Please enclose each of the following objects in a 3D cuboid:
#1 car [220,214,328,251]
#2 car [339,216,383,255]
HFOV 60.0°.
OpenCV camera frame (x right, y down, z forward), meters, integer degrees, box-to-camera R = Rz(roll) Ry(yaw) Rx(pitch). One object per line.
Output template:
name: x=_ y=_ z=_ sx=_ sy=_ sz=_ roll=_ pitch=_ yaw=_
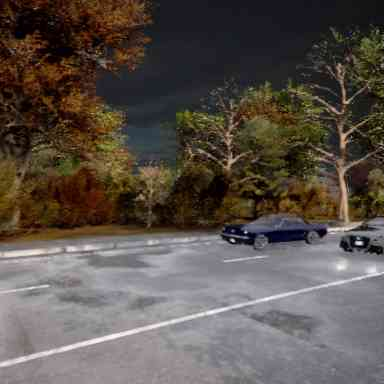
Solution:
car: x=3.550 y=1.636 z=14.314 sx=4.718 sy=1.301 sz=1.895 roll=0 pitch=0 yaw=-30
car: x=7.547 y=1.603 z=12.504 sx=4.181 sy=1.385 sz=1.994 roll=0 pitch=0 yaw=-29
